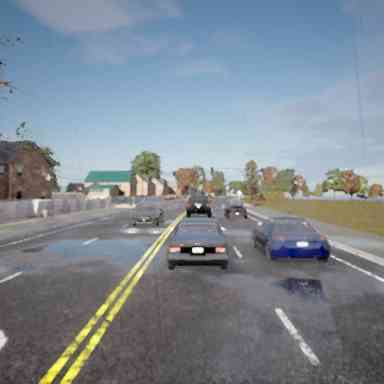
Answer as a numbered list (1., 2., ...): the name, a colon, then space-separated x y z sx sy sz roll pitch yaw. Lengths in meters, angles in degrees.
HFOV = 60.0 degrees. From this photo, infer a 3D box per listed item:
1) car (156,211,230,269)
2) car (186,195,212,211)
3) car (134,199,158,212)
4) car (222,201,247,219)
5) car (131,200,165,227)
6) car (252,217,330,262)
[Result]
1. car: 0.188 1.579 11.215 2.033 1.411 5.357 0 0 1
2. car: 0.630 1.310 29.882 2.150 2.045 5.566 0 0 2
3. car: -5.584 1.680 41.226 2.033 1.411 5.357 0 0 3
4. car: 3.910 1.594 30.570 1.837 1.490 4.892 0 0 2
5. car: -3.008 1.575 23.601 1.837 1.490 4.892 0 -1 2
6. car: 3.462 1.599 12.337 1.994 1.385 4.181 0 0 1
